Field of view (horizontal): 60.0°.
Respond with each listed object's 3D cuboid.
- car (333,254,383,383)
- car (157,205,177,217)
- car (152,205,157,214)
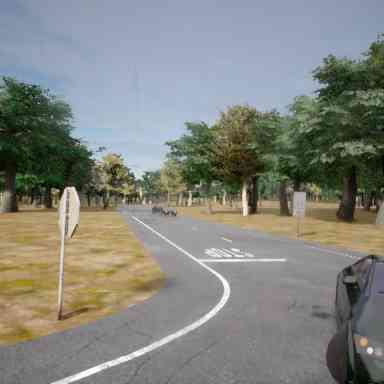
[{"bbox_3d":[3.120,1.643,4.642,1.994,1.385,4.181,1,-1,22],"label":"car"},{"bbox_3d":[-3.464,2.850,48.046,1.895,1.301,4.718,3,-2,-13],"label":"car"},{"bbox_3d":[-5.719,2.961,56.893,1.882,1.535,5.008,3,-2,-14],"label":"car"}]
